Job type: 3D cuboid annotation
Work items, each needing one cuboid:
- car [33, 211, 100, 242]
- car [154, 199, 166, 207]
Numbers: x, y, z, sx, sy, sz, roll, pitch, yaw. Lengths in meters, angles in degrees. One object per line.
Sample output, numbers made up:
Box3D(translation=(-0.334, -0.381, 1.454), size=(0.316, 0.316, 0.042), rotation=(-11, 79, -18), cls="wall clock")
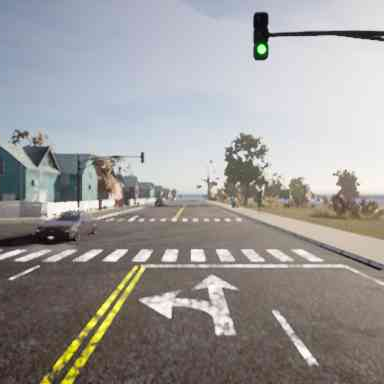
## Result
Box3D(translation=(-6.509, 1.753, 18.026), size=(2.033, 1.411, 5.357), rotation=(0, -1, 0), cls="car")
Box3D(translation=(-6.588, 2.178, 68.368), size=(2.097, 1.767, 4.553), rotation=(0, -1, 0), cls="car")
